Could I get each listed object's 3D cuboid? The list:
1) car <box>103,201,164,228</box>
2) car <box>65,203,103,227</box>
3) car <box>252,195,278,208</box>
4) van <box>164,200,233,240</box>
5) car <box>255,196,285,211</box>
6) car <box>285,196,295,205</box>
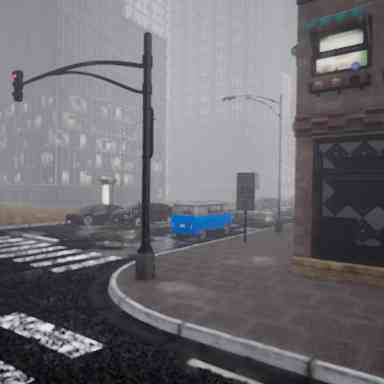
[{"bbox_3d":[-3.089,1.393,21.961,1.882,1.535,5.008,1,1,35],"label":"car"},{"bbox_3d":[-6.215,1.442,22.037,1.947,1.339,4.313,1,1,35],"label":"car"},{"bbox_3d":[9.821,1.269,44.576,1.967,1.590,4.097,1,1,35],"label":"car"},{"bbox_3d":[0.616,1.355,17.176,1.690,1.788,3.998,1,1,35],"label":"van"},{"bbox_3d":[8.867,1.405,38.742,1.812,1.442,4.674,1,1,36],"label":"car"},{"bbox_3d":[16.137,1.339,53.455,1.752,1.417,4.829,1,1,35],"label":"car"}]
